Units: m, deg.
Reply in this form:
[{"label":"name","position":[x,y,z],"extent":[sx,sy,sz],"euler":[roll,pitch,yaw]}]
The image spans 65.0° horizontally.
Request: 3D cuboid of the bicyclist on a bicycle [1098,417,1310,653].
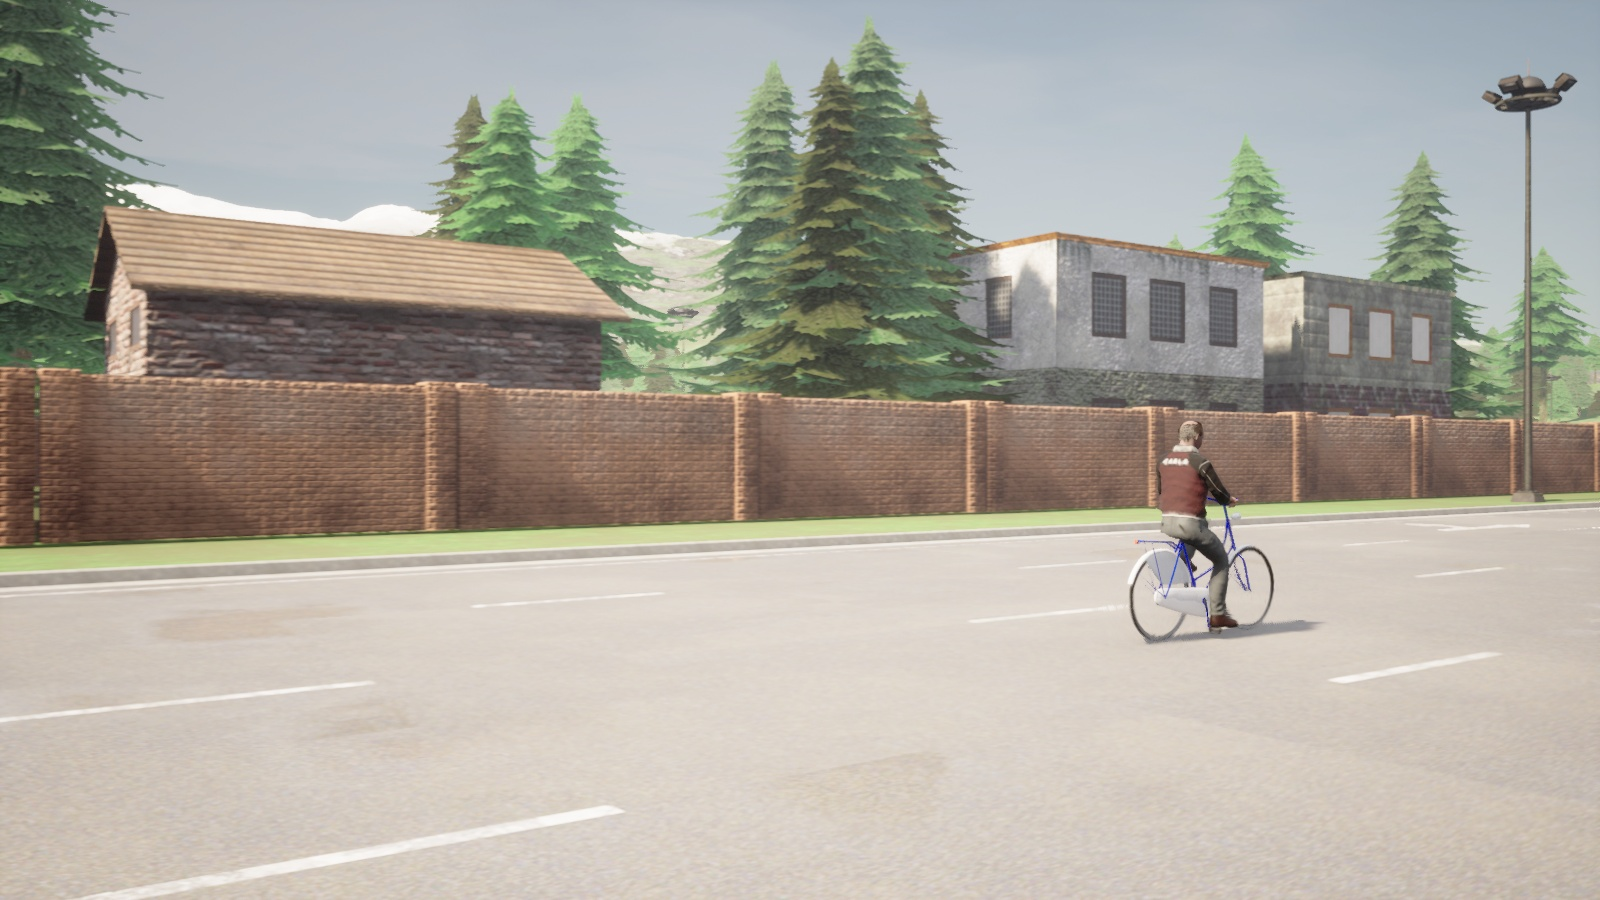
[{"label":"bicyclist on a bicycle","position":[3.312,0.633,10.229],"extent":[1.843,1.776,0.659],"euler":[0,0,-35]}]
